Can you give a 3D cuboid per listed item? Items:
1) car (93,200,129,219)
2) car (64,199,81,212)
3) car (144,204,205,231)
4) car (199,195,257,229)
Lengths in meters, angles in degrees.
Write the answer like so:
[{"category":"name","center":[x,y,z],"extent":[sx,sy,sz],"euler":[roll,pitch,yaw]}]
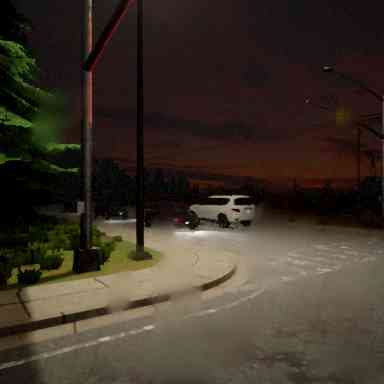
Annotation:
[{"category":"car","center":[-7.193,1.532,29.200],"extent":[1.837,1.490,4.892],"euler":[0,0,-34]},{"category":"car","center":[-13.249,1.504,38.098],"extent":[1.882,1.535,5.008],"euler":[0,0,-34]},{"category":"car","center":[-1.405,1.591,20.710],"extent":[1.994,1.385,4.181],"euler":[0,0,-34]},{"category":"car","center":[1.911,1.248,22.419],"extent":[2.150,2.045,5.566],"euler":[0,0,-34]}]
